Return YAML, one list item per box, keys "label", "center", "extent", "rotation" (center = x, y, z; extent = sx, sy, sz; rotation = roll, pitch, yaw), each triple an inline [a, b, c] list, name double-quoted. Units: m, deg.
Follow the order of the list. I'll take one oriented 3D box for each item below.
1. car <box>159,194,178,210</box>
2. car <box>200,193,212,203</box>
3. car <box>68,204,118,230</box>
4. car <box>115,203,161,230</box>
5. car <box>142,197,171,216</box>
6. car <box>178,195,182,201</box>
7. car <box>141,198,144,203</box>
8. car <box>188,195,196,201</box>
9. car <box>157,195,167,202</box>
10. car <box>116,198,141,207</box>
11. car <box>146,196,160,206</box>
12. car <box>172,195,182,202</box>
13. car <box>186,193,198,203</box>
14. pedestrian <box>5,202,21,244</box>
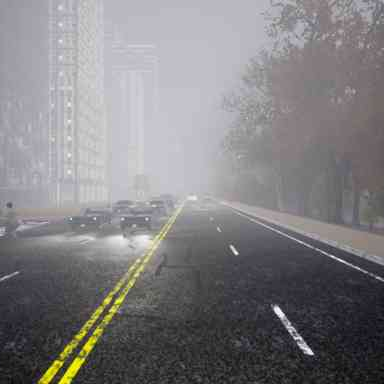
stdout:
- label: "car"
  center: [-3.351, 1.223, 42.596]
  extent: [2.150, 2.045, 5.566]
  rotation: [0, 0, 0]
- label: "car"
  center: [3.249, 1.524, 69.718]
  extent: [2.128, 1.511, 4.902]
  rotation: [0, 0, 0]
- label: "car"
  center: [-6.620, 1.688, 22.347]
  extent: [1.895, 1.301, 4.718]
  rotation: [-1, 0, 0]
- label: "car"
  center: [-3.367, 1.662, 21.617]
  extent: [1.895, 1.301, 4.718]
  rotation: [0, 0, 0]
- label: "car"
  center: [-3.354, 1.508, 32.465]
  extent: [1.837, 1.490, 4.892]
  rotation: [0, 0, 0]
- label: "car"
  center: [-3.335, 1.493, 57.502]
  extent: [2.128, 1.511, 4.902]
  rotation: [0, 0, 0]
- label: "car"
  center: [-6.598, 1.491, 42.303]
  extent: [2.128, 1.511, 4.902]
  rotation: [0, 0, 0]
- label: "car"
  center: [0.000, 1.430, 80.112]
  extent: [2.033, 1.411, 5.357]
  rotation: [0, 0, 0]
- label: "car"
  center: [-6.501, 1.456, 72.183]
  extent: [1.837, 1.490, 4.892]
  rotation: [0, 0, 0]
- label: "car"
  center: [-6.601, 1.509, 32.678]
  extent: [1.837, 1.490, 4.892]
  rotation: [0, 0, 0]
- label: "car"
  center: [-6.591, 1.530, 56.469]
  extent: [1.812, 1.442, 4.674]
  rotation: [0, 1, 1]
- label: "car"
  center: [-3.251, 1.354, 73.664]
  extent: [1.994, 1.385, 4.181]
  rotation: [0, 0, 0]
- label: "car"
  center: [0.000, 1.224, 69.749]
  extent: [2.150, 2.045, 5.566]
  rotation: [0, 0, 0]
- label: "pedestrian"
  center: [-7.651, 1.295, 14.221]
  extent: [0.375, 1.860, 0.375]
  rotation: [0, 0, 0]
